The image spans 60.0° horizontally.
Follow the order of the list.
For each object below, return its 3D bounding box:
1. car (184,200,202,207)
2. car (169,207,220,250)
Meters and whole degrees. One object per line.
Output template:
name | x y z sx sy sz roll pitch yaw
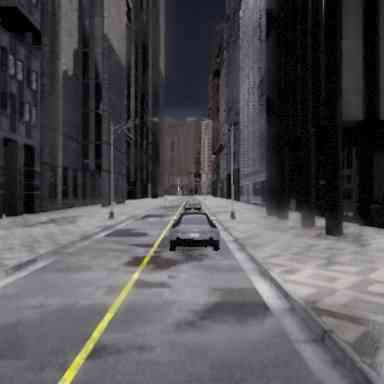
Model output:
car | 0.091 1.554 37.480 1.895 1.301 4.718 0 0 0
car | 0.096 1.551 14.257 1.994 1.385 4.181 0 0 0
